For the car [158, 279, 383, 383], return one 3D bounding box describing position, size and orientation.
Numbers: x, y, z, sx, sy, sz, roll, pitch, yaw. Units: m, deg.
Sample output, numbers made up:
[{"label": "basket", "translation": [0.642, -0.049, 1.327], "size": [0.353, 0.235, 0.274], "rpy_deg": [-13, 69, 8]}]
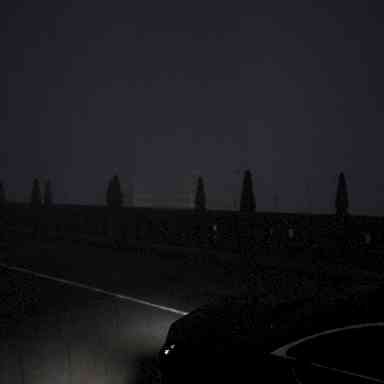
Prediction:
[{"label": "car", "translation": [1.909, 1.506, 2.631], "size": [4.892, 1.490, 1.837], "rpy_deg": [1, 0, 36]}]
